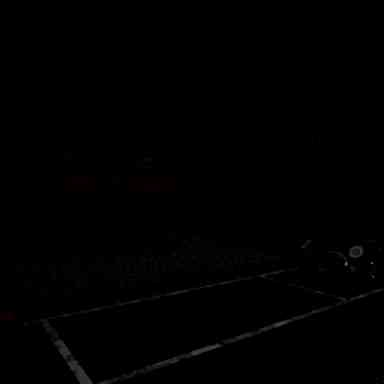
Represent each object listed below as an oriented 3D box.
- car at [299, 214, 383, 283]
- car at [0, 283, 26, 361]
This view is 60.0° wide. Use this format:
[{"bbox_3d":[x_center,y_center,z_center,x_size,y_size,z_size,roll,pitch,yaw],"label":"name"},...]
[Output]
[{"bbox_3d":[4.974,1.483,9.726,4.097,1.590,1.967,0,0,-35],"label":"car"},{"bbox_3d":[-4.018,1.576,3.325,4.206,1.307,1.802,0,0,-35],"label":"car"}]
